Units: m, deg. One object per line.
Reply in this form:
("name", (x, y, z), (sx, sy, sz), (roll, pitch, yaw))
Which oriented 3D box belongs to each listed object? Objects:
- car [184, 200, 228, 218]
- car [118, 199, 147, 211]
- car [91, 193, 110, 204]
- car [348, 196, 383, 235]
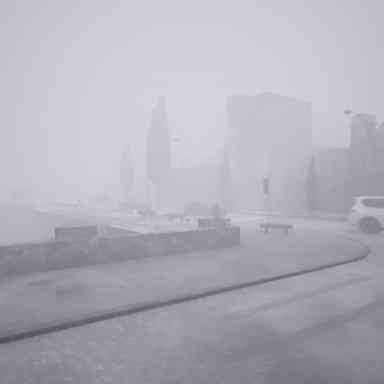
("car", (1.144, 1.506, 29.610), (1.837, 1.490, 4.892), (0, 0, -36))
("car", (-7.572, 1.547, 41.820), (2.033, 1.411, 5.357), (0, 0, -35))
("car", (-17.244, 1.221, 62.551), (2.150, 2.045, 5.566), (0, 0, -36))
("car", (11.113, 1.224, 17.195), (5.566, 2.045, 2.150), (0, 0, 42))
